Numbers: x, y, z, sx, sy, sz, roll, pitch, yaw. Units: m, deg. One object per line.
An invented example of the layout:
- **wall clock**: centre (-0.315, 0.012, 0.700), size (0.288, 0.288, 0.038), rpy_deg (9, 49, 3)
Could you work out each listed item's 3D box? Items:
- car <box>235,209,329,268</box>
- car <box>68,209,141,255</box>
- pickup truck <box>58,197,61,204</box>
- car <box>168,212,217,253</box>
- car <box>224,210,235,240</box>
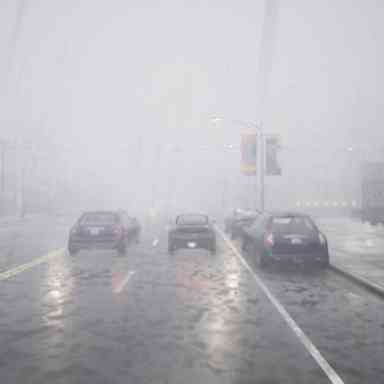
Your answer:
- **car**: centre (3.042, 1.467, 11.857), size (2.185, 1.767, 4.553), rpy_deg (0, -1, 0)
- **car**: centre (-3.494, 1.483, 14.088), size (2.097, 1.767, 4.553), rpy_deg (0, -1, 0)
- **pickup truck**: centre (-28.586, 1.831, 78.755), size (6.274, 2.098, 2.390), rpy_deg (0, -1, 0)
- **car**: centre (0.008, 1.643, 14.297), size (1.837, 1.490, 4.892), rpy_deg (0, 0, 0)
- **car**: centre (2.904, 1.652, 18.281), size (2.097, 1.535, 5.008), rpy_deg (0, -1, 0)
